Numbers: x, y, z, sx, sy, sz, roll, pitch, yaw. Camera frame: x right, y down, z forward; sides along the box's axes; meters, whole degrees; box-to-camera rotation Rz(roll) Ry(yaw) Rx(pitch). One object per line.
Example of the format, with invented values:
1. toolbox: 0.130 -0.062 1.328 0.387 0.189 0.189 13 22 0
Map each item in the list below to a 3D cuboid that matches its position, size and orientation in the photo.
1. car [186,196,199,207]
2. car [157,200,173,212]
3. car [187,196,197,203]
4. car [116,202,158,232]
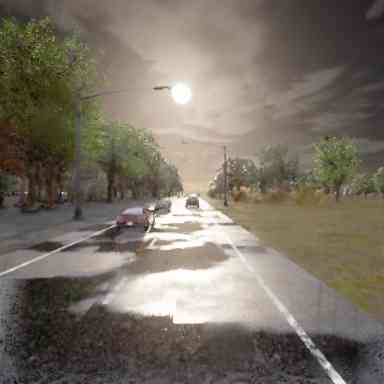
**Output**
1. car: 0.076 1.469 52.625 2.097 1.767 4.553 0 0 0
2. car: -3.419 1.636 39.967 2.033 1.411 5.357 0 0 0
3. car: -0.030 1.706 73.086 2.033 1.411 5.357 0 0 0
4. car: -3.411 1.571 20.584 1.812 1.442 4.674 0 0 0
